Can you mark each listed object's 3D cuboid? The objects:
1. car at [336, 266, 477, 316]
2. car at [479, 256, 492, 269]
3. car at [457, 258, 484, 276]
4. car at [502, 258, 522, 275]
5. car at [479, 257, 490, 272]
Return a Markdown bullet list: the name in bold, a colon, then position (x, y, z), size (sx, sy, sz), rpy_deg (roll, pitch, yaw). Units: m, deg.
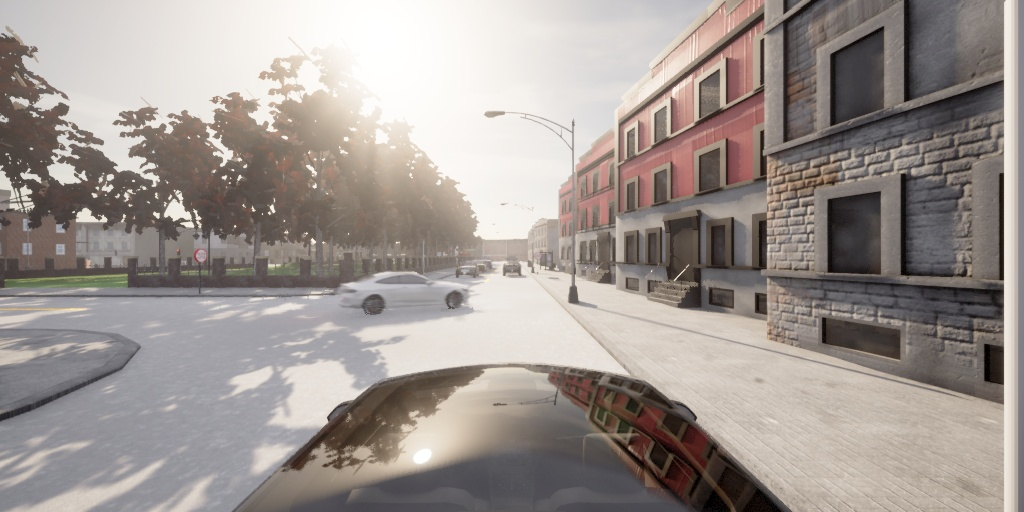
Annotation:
- **car**: position (-3.900, 1.275, 13.284), size (4.674, 1.442, 1.812), rpy_deg (0, 1, -30)
- **car**: position (-4.205, 0.971, 55.051), size (2.150, 2.045, 5.566), rpy_deg (0, 0, 0)
- **car**: position (-4.184, 1.241, 34.169), size (2.128, 1.511, 4.902), rpy_deg (0, 0, 0)
- **car**: position (0.009, 1.241, 38.410), size (2.128, 1.511, 4.902), rpy_deg (0, 0, 0)
- **car**: position (-4.205, 1.227, 44.317), size (1.882, 1.535, 5.008), rpy_deg (0, 0, 0)
